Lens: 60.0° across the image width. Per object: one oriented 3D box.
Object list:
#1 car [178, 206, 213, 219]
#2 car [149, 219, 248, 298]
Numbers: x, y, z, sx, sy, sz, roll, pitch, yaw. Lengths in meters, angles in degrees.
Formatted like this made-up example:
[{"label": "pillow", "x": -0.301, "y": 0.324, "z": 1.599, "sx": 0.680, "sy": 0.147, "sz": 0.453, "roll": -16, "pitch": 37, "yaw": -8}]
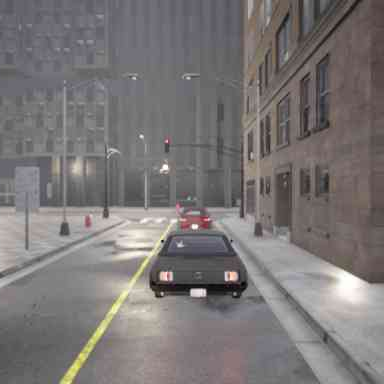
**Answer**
[{"label": "car", "x": 0.176, "y": 1.509, "z": 18.435, "sx": 1.812, "sy": 1.442, "sz": 4.674, "roll": 0, "pitch": 0, "yaw": 1}, {"label": "car", "x": 0.123, "y": 1.593, "z": 8.426, "sx": 1.895, "sy": 1.301, "sz": 4.718, "roll": 0, "pitch": 0, "yaw": 0}]
